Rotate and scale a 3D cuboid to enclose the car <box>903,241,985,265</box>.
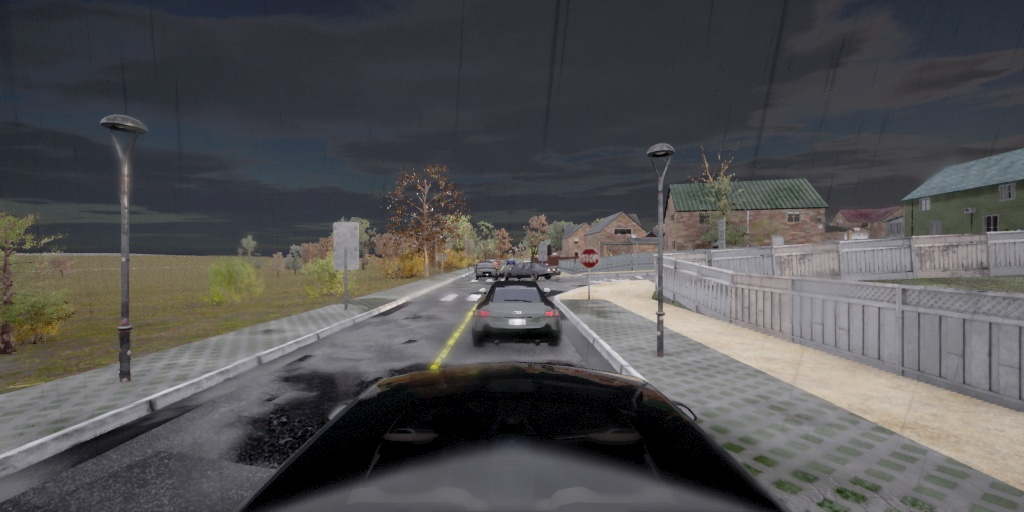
[{"bbox_3d":[23.836,-0.208,20.338,4.902,1.511,2.128,-3,0,14],"label":"car"}]

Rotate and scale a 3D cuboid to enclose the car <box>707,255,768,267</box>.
[{"bbox_3d":[14.329,0.413,22.734,4.181,1.385,1.994,-3,0,16],"label":"car"}]

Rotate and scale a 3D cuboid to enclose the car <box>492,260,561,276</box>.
[{"bbox_3d":[1.263,1.198,28.320,5.357,1.411,2.033,-4,-3,43],"label":"car"}]

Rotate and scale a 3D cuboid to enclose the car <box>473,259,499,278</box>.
[{"bbox_3d":[-2.333,1.258,31.222,1.837,1.490,4.892,0,0,-8],"label":"car"}]

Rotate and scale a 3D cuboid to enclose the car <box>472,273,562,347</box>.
[{"bbox_3d":[0.081,1.313,9.302,1.994,1.385,4.181,0,0,-1],"label":"car"}]

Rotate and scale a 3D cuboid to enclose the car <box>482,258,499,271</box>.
[{"bbox_3d":[-2.985,1.121,51.038,2.097,1.767,4.553,0,0,0],"label":"car"}]

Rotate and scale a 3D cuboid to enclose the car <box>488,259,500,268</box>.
[{"bbox_3d":[-2.998,1.256,61.075,1.882,1.535,5.008,0,0,0],"label":"car"}]
